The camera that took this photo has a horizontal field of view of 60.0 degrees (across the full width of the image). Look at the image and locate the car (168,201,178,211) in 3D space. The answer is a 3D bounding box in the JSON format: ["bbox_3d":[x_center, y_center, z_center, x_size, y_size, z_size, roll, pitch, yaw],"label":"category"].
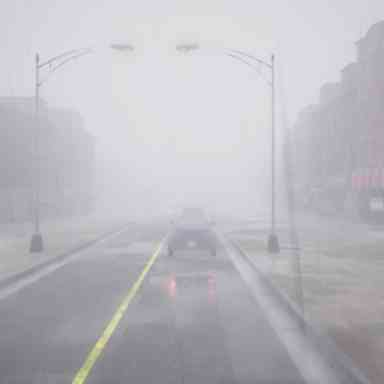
[{"bbox_3d":[-2.767,2.248,53.902,1.812,1.442,4.674,0,-1,0],"label":"car"}]

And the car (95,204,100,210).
[{"bbox_3d":[-20.370,2.952,65.207,4.403,1.369,2.008,-1,1,0],"label":"car"}]

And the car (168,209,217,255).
[{"bbox_3d":[0.022,1.662,13.904,1.812,1.442,4.674,0,0,0],"label":"car"}]

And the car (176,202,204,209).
[{"bbox_3d":[0.021,1.784,28.516,2.128,1.511,4.902,0,-1,0],"label":"car"}]
